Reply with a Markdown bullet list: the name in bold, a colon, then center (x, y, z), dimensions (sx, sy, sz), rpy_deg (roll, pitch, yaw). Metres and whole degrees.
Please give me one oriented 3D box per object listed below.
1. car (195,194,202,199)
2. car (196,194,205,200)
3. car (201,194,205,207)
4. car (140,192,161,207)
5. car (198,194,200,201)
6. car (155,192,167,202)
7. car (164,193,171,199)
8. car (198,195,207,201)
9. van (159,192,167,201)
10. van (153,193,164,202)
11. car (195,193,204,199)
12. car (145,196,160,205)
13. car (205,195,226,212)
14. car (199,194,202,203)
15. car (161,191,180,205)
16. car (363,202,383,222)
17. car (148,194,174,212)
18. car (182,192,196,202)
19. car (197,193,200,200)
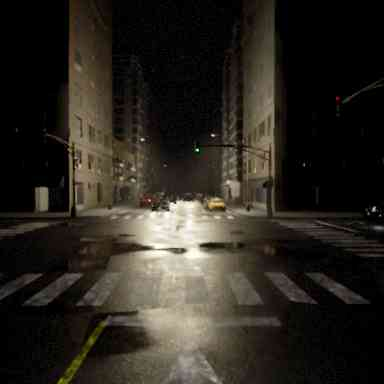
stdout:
- **car**: center (1.859, 1.090, 90.803), dimensions (1.802, 1.307, 4.206), rpy_deg (0, 0, -1)
- **car**: center (2.014, 1.126, 79.752), dimensions (2.008, 1.369, 4.403), rpy_deg (0, 0, -1)
- **car**: center (2.559, 1.235, 41.074), dimensions (1.967, 1.590, 4.097), rpy_deg (0, 0, -1)
- **car**: center (-6.044, 1.081, 46.480), dimensions (2.192, 1.841, 5.009), rpy_deg (0, 0, -1)
- **car**: center (2.404, 1.301, 52.126), dimensions (1.947, 1.339, 4.313), rpy_deg (0, 0, -1)
- **car**: center (-6.355, 0.957, 68.581), dimensions (2.192, 1.841, 5.009), rpy_deg (0, 0, -1)
- **car**: center (-6.664, 1.035, 90.513), dimensions (1.752, 1.417, 4.829), rpy_deg (0, 0, -1)
- **car**: center (2.170, 1.223, 68.702), dimensions (1.802, 1.307, 4.206), rpy_deg (0, 0, -1)
- **van**: center (-6.430, 0.951, 74.105), dimensions (1.690, 1.788, 3.998), rpy_deg (0, 0, -1)
- **van**: center (-6.277, 1.015, 63.056), dimensions (1.690, 1.788, 3.998), rpy_deg (0, 0, -1)
- **car**: center (1.937, 1.092, 85.277), dimensions (2.008, 1.369, 4.403), rpy_deg (0, 0, -1)
- **car**: center (-6.121, 1.287, 52.007), dimensions (2.008, 1.369, 4.403), rpy_deg (0, 0, -1)
- **car**: center (2.635, 1.348, 35.720), dimensions (1.752, 1.417, 4.829), rpy_deg (0, 0, -1)
- **car**: center (2.481, 1.316, 46.600), dimensions (2.008, 1.369, 4.403), rpy_deg (0, 0, -1)
- **car**: center (-3.522, 0.957, 52.613), dimensions (2.150, 2.045, 5.566), rpy_deg (0, 0, 0)
- **car**: center (14.907, 1.089, 23.031), dimensions (5.566, 2.045, 2.150), rpy_deg (-1, 0, -3)
- **car**: center (-3.316, 1.324, 36.004), dimensions (1.837, 1.490, 4.892), rpy_deg (0, 1, -1)
- **car**: center (-0.636, 1.188, 65.040), dimensions (1.812, 1.442, 4.674), rpy_deg (0, 0, -1)
- **car**: center (2.326, 1.249, 57.652), dimensions (1.887, 1.381, 4.507), rpy_deg (0, 0, -1)
